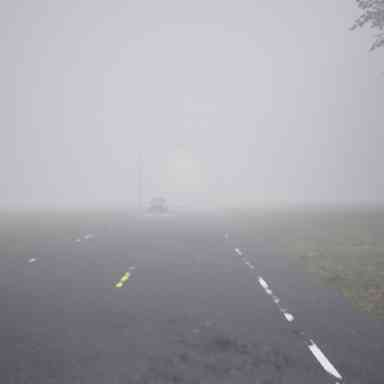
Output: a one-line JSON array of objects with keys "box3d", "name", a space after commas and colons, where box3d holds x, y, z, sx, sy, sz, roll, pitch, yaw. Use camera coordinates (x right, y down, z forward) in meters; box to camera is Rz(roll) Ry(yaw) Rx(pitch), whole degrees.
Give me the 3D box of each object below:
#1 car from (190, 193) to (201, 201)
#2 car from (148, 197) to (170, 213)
[{"box3d": [1.213, 1.277, 91.041, 2.150, 2.045, 5.566, 0, 0, 0], "name": "car"}, {"box3d": [-3.593, 1.358, 36.557, 2.097, 1.767, 4.553, 0, 0, 0], "name": "car"}]
